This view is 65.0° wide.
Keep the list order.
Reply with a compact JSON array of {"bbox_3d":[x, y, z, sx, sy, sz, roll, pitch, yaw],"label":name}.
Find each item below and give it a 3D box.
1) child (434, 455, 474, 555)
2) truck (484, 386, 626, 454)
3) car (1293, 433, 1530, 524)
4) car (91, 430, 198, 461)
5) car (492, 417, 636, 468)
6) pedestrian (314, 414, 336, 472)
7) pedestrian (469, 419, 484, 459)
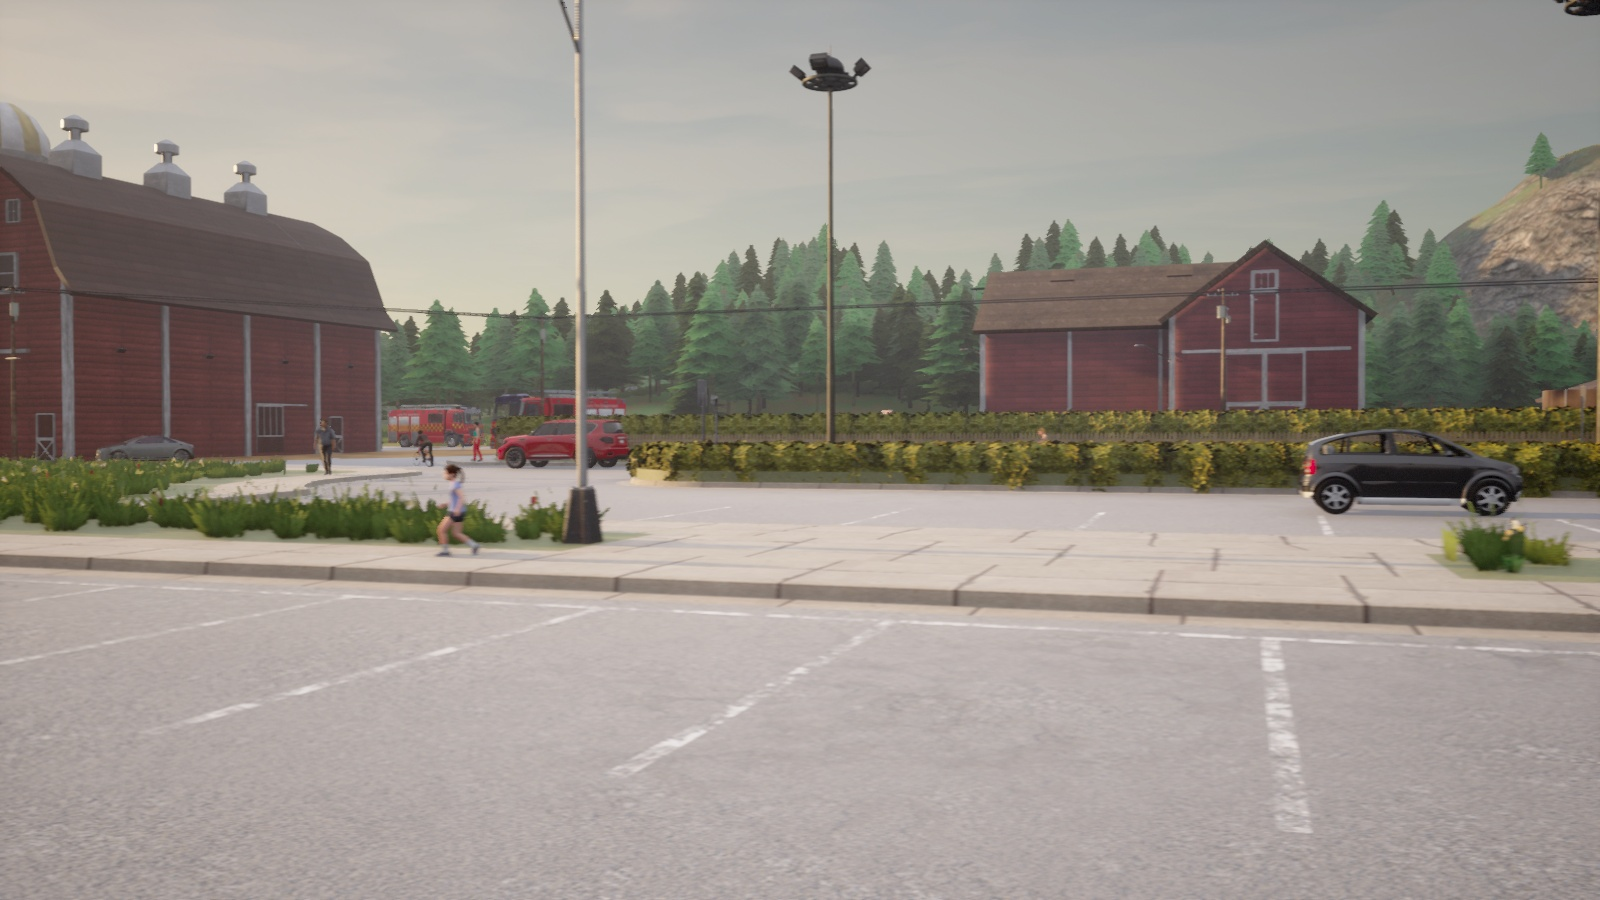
[{"bbox_3d":[-3.916,0.619,14.234,0.394,1.110,0.255,0,1,-4],"label":"child"},{"bbox_3d":[-14.512,-1.744,75.020,2.891,3.827,8.468,1,1,38],"label":"truck"},{"bbox_3d":[11.103,0.477,23.081,3.705,1.549,1.789,0,1,19],"label":"car"},{"bbox_3d":[-30.924,-0.243,59.280,4.181,1.385,1.994,-1,1,-37],"label":"car"},{"bbox_3d":[-9.842,-0.331,52.431,5.566,2.045,2.150,1,1,19],"label":"car"},{"bbox_3d":[-15.281,-0.223,40.418,0.540,1.848,0.694,0,1,-10],"label":"pedestrian"},{"bbox_3d":[-14.838,-0.498,57.626,0.594,1.836,0.345,0,1,-5],"label":"pedestrian"}]
